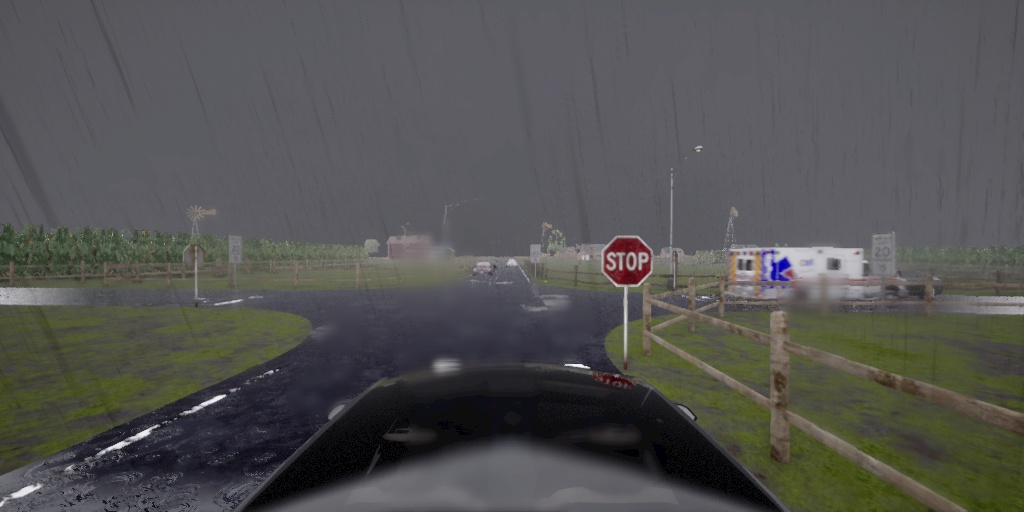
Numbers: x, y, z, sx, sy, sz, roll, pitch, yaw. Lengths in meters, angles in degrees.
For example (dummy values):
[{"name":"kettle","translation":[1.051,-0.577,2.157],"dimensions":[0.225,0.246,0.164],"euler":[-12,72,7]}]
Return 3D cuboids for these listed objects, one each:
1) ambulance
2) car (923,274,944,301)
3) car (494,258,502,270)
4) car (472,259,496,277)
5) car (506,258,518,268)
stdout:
[{"name":"ambulance","translation":[12.748,0.905,15.197],"dimensions":[6.366,2.431,2.351],"euler":[0,0,1]},{"name":"car","translation":[18.504,1.415,17.994],"dimensions":[4.892,1.490,1.837],"euler":[0,0,1]},{"name":"car","translation":[-2.851,1.348,51.223],"dimensions":[1.895,1.301,4.718],"euler":[0,0,0]},{"name":"car","translation":[-2.853,1.275,36.184],"dimensions":[1.812,1.442,4.674],"euler":[0,0,0]},{"name":"car","translation":[-0.018,1.272,62.673],"dimensions":[1.812,1.442,4.674],"euler":[0,0,0]}]
